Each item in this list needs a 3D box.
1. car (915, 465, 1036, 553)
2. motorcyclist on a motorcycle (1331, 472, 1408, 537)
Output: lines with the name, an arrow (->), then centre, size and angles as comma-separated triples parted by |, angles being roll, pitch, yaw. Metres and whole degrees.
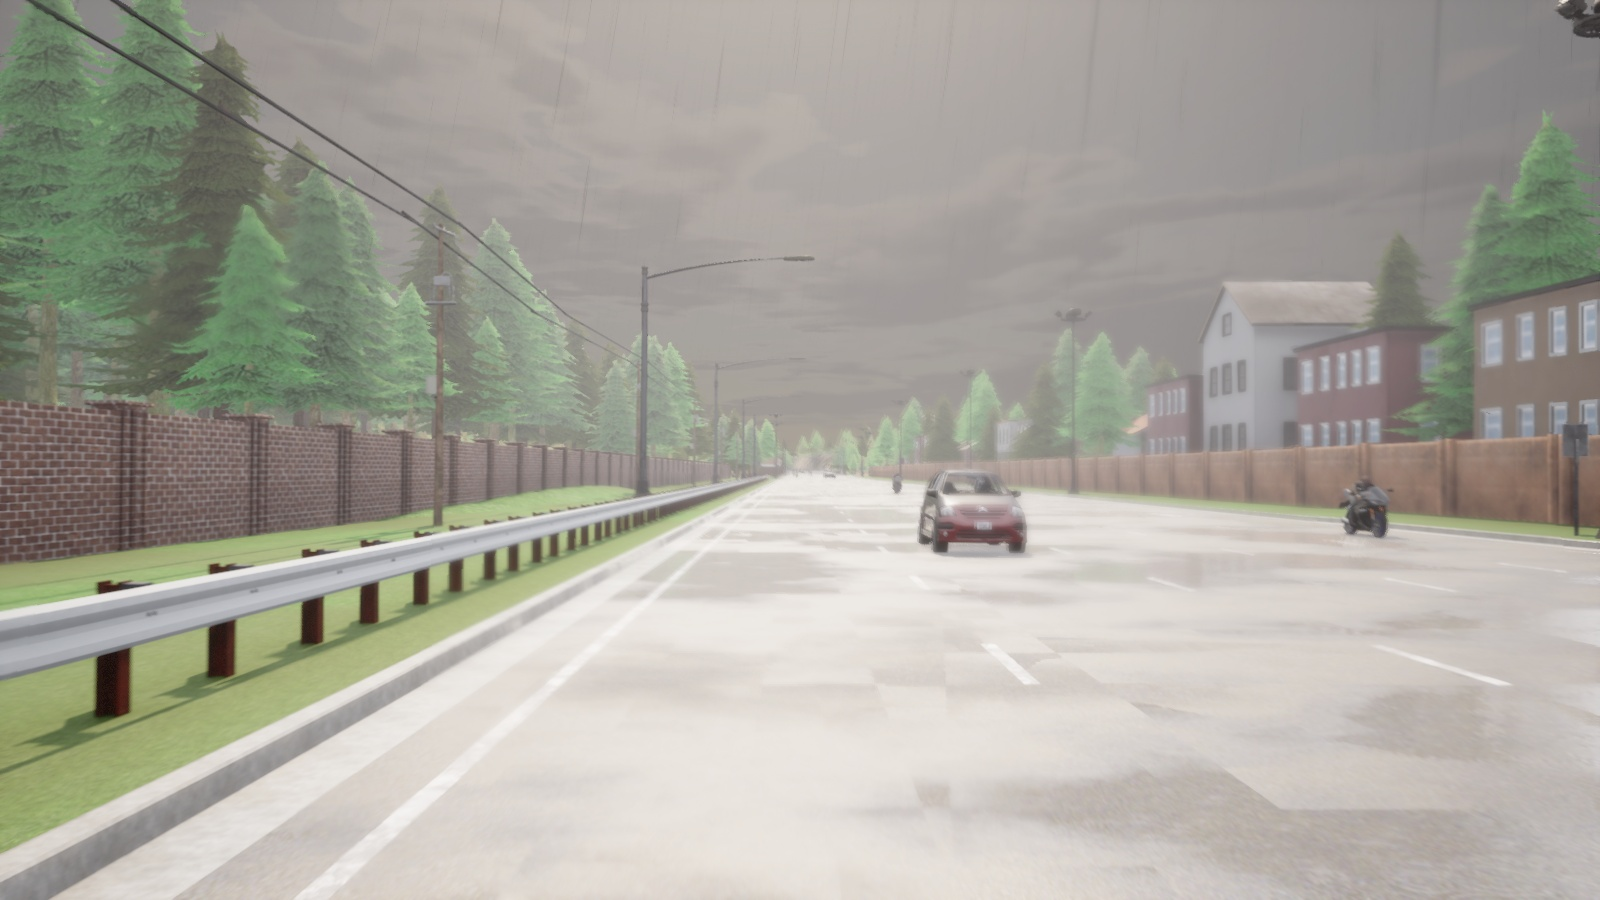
car -> 3.424, 1.122, 25.203 | 1.851, 1.617, 3.988 | 0, -1, 0
motorcyclist on a motorcycle -> 13.908, 1.309, 30.756 | 0.866, 1.530, 2.191 | 0, -1, 0
